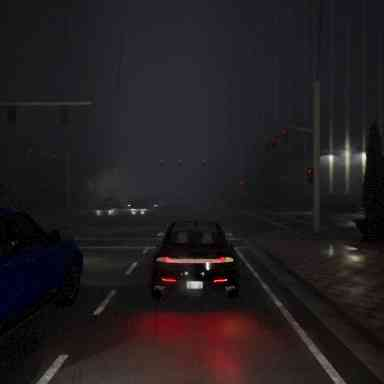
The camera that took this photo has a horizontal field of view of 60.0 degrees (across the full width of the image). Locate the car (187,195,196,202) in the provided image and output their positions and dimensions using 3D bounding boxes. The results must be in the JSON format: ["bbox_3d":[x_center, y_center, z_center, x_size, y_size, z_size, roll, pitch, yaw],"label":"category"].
[{"bbox_3d":[-0.134,1.418,75.564,1.837,1.490,4.892,0,0,0],"label":"car"}]

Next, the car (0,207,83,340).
[{"bbox_3d":[-3.451,1.221,4.885,2.150,2.045,5.566,0,0,1],"label":"car"}]

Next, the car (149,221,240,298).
[{"bbox_3d":[0.078,1.490,8.518,2.128,1.511,4.902,0,0,1],"label":"car"}]

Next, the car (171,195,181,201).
[{"bbox_3d":[-3.635,1.328,76.097,1.812,1.442,4.674,0,0,0],"label":"car"}]

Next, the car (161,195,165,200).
[{"bbox_3d":[-7.134,1.474,75.483,1.837,1.490,4.892,0,0,0],"label":"car"}]

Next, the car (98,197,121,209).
[{"bbox_3d":[-11.005,1.471,44.625,1.882,1.535,5.008,0,0,5],"label":"car"}]

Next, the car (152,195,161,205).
[{"bbox_3d":[-7.174,1.469,59.741,1.882,1.535,5.008,0,0,0],"label":"car"}]

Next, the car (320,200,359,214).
[{"bbox_3d":[15.231,1.558,34.946,4.181,1.385,1.994,0,0,-1],"label":"car"}]

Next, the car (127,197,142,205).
[{"bbox_3d":[-10.662,1.556,61.700,1.994,1.385,4.181,0,0,0],"label":"car"}]

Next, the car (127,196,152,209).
[{"bbox_3d":[-7.166,1.558,45.638,1.994,1.385,4.181,0,0,0],"label":"car"}]
